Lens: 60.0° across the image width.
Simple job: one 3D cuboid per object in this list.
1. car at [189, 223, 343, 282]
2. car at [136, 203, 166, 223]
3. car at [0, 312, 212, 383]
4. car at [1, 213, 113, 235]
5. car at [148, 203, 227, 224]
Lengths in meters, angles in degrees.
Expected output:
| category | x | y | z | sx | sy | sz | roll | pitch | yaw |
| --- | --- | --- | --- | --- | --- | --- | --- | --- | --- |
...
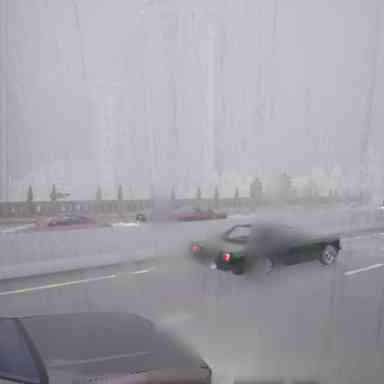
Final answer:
| category | x | y | z | sx | sy | sz | roll | pitch | yaw |
| --- | --- | --- | --- | --- | --- | --- | --- | --- | --- |
| car | 2.329 | 1.576 | 9.709 | 4.718 | 1.301 | 1.895 | 0 | 0 | -36 |
| car | -1.940 | 1.525 | 24.108 | 4.181 | 1.385 | 1.994 | 0 | 0 | -36 |
| car | -2.354 | 1.551 | 2.070 | 5.357 | 1.411 | 2.033 | 0 | 0 | -36 |
| car | -5.239 | 1.553 | 13.154 | 4.181 | 1.385 | 1.994 | 0 | 0 | -36 |
| car | -0.106 | 1.562 | 21.117 | 4.718 | 1.301 | 1.895 | 0 | 0 | -36 |
